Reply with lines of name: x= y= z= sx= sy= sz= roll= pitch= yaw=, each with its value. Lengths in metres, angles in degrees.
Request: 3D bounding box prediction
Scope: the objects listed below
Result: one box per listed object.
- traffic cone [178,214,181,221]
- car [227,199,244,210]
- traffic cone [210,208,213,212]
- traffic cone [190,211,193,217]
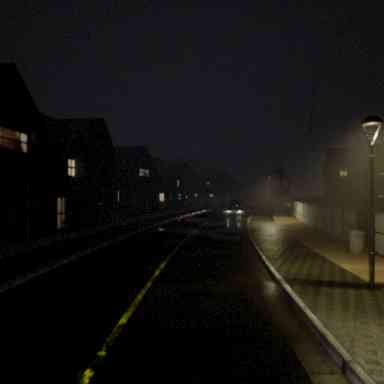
traffic cone: x=-1.077 y=2.200 z=28.371 sx=0.340 sy=0.580 sz=0.340 roll=0 pitch=0 yaw=11
car: x=6.359 y=1.812 z=48.054 sx=1.837 sy=1.490 sz=4.892 roll=0 pitch=0 yaw=19
traffic cone: x=2.488 y=2.253 z=43.178 sx=0.340 sy=0.580 sz=0.340 roll=0 pitch=0 yaw=16
traffic cone: x=-0.048 y=2.225 z=33.343 sx=0.340 sy=0.580 sz=0.340 roll=0 pitch=0 yaw=13
